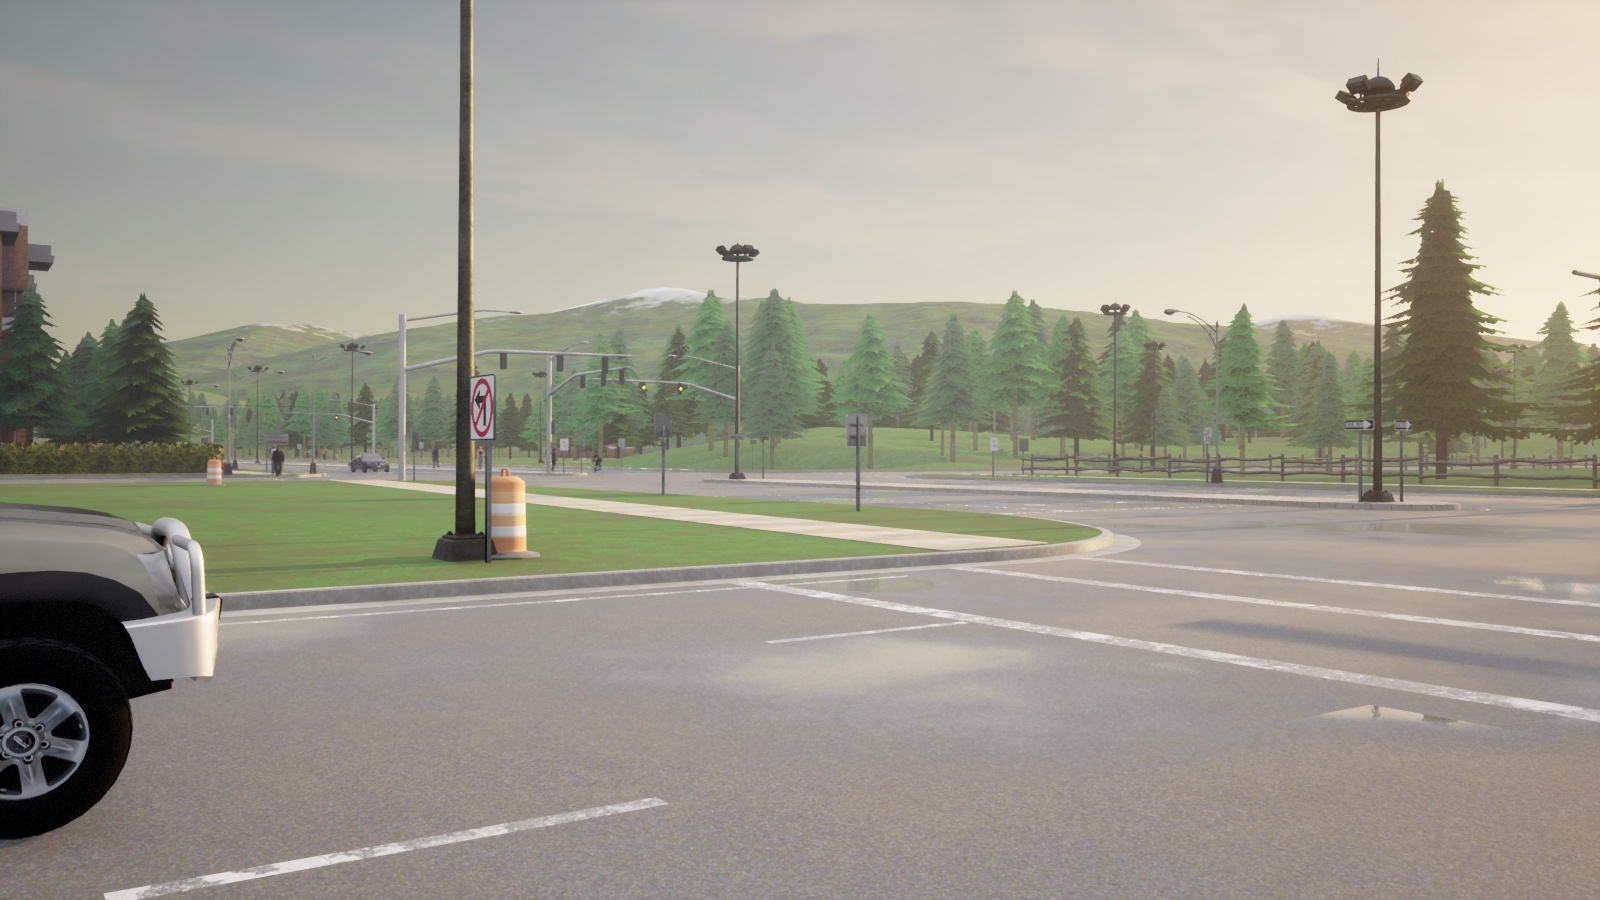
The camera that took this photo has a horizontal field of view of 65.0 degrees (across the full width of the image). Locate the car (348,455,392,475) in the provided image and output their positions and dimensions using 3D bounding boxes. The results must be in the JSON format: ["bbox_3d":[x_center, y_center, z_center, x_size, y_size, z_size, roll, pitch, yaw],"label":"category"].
[{"bbox_3d":[-31.644,1.063,92.293,1.812,1.442,4.674,0,0,-35],"label":"car"}]

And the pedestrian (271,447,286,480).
[{"bbox_3d":[-30.133,0.778,72.576,0.634,1.844,0.899,0,0,-31],"label":"pedestrian"}]

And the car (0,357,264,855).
[{"bbox_3d":[-4.662,0.583,4.678,4.605,1.855,1.932,0,0,-35],"label":"car"}]
